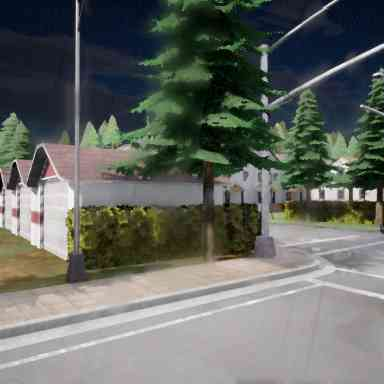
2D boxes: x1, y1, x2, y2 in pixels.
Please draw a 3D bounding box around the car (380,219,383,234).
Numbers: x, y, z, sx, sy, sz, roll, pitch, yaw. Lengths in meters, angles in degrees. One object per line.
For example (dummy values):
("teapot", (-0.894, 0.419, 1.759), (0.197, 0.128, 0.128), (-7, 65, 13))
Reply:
("car", (12.582, 1.473, 16.578), (5.566, 2.045, 2.150), (-1, 0, 14))
